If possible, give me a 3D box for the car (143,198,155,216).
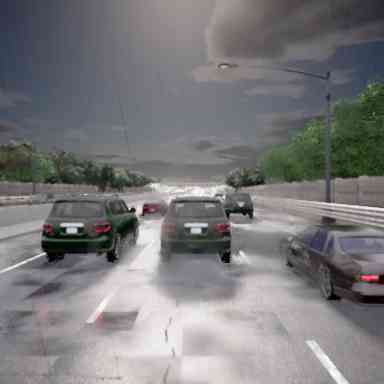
[{"bbox_3d":[-3.271,1.309,30.001,1.882,1.535,5.008,0,0,0],"label":"car"}]

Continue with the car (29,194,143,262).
[{"bbox_3d":[-3.371,1.154,12.037,2.150,2.045,5.566,0,0,0],"label":"car"}]

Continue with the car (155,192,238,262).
[{"bbox_3d":[0.129,1.154,11.946,2.150,2.045,5.566,0,0,0],"label":"car"}]

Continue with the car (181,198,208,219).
[{"bbox_3d":[0.218,1.332,28.481,2.128,1.511,4.902,0,0,0],"label":"car"}]

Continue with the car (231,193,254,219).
[{"bbox_3d":[3.713,1.066,27.713,2.150,2.045,5.566,0,0,0],"label":"car"}]

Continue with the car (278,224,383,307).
[{"bbox_3d":[3.616,1.502,8.114,2.033,1.411,5.357,0,0,0],"label":"car"}]

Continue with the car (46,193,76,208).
[{"bbox_3d":[-17.309,1.105,44.053,2.097,1.767,4.553,0,0,1],"label":"car"}]
